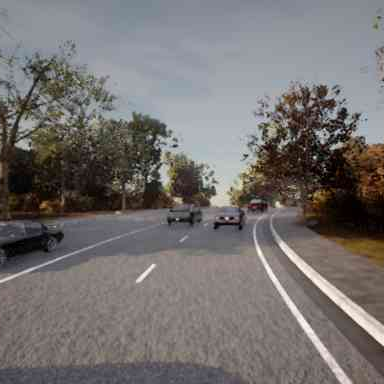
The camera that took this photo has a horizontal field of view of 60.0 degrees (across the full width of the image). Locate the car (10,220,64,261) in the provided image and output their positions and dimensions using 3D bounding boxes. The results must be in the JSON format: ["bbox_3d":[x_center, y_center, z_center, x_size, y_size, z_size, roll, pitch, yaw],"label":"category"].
[{"bbox_3d":[-6.345,1.670,11.380,1.895,1.301,4.718,0,-1,6],"label":"car"}]

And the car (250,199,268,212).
[{"bbox_3d":[8.025,1.639,40.451,1.882,1.535,5.008,-1,-1,20],"label":"car"}]

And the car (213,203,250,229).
[{"bbox_3d":[2.626,1.652,22.518,2.033,1.411,5.357,-1,0,12],"label":"car"}]

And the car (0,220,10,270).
[{"bbox_3d":[-3.304,1.216,1.174,2.150,2.045,5.566,0,0,1],"label":"car"}]

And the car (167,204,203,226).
[{"bbox_3d":[-0.454,1.638,24.551,2.128,1.511,4.902,-1,0,12],"label":"car"}]
